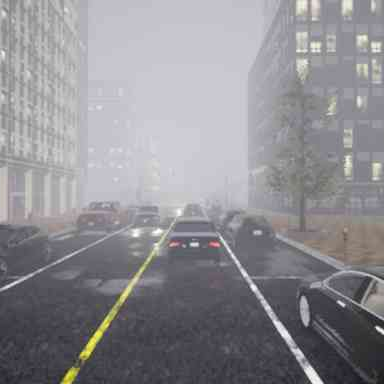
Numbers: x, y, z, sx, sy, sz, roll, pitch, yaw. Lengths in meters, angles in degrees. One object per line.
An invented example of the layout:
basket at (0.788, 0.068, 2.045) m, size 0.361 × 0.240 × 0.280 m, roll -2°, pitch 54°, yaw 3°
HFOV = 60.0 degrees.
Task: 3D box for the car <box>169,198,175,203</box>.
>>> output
car at (-5.701, 2.410, 94.130) m, size 1.752 × 1.417 × 4.829 m, roll 0°, pitch -1°, yaw 0°

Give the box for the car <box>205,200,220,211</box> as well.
car at (2.655, 1.920, 38.289) m, size 1.802 × 1.307 × 4.206 m, roll 0°, pitch -1°, yaw 0°

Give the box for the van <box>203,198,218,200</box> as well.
van at (2.655, 1.731, 43.980) m, size 1.690 × 1.788 × 3.998 m, roll 0°, pitch -1°, yaw 0°

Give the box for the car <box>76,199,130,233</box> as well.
car at (-5.689, 1.498, 21.250) m, size 2.192 × 1.841 × 5.009 m, roll 0°, pitch -1°, yaw 0°

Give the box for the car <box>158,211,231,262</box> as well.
car at (0.084, 1.655, 12.532) m, size 2.033 × 1.411 × 5.357 m, roll 0°, pitch 0°, yaw 0°

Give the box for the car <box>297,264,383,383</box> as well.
car at (2.661, 1.587, 4.156) m, size 2.008 × 1.369 × 4.403 m, roll 0°, pitch 0°, yaw 0°

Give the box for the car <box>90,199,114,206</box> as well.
car at (-17.475, 2.110, 64.786) m, size 4.206 × 1.307 × 1.802 m, roll 0°, pitch -1°, yaw 0°

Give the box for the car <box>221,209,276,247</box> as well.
car at (2.658, 1.699, 15.533) m, size 1.947 × 1.339 × 4.313 m, roll 0°, pitch -1°, yaw 0°

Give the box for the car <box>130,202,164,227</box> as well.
car at (-3.104, 1.717, 24.540) m, size 1.837 × 1.490 × 4.892 m, roll 0°, pitch -1°, yaw 0°

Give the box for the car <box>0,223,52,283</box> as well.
car at (-5.688, 1.650, 9.870) m, size 1.947 × 1.339 × 4.313 m, roll 0°, pitch 0°, yaw 0°

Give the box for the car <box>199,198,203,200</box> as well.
car at (2.681, 2.357, 88.933) m, size 1.752 × 1.417 × 4.829 m, roll 0°, pitch -1°, yaw 0°

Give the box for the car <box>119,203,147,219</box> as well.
car at (-5.692, 1.830, 32.626) m, size 1.887 × 1.381 × 4.507 m, roll 0°, pitch -1°, yaw 0°

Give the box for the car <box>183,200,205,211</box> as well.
car at (0.091, 1.820, 33.575) m, size 1.812 × 1.442 × 4.674 m, roll 0°, pitch -1°, yaw 0°

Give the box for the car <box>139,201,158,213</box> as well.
car at (-5.693, 1.956, 44.003) m, size 1.947 × 1.339 × 4.313 m, roll 0°, pitch -1°, yaw 0°

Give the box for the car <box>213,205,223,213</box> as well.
car at (2.657, 1.749, 21.223) m, size 1.947 × 1.339 × 4.313 m, roll 0°, pitch -1°, yaw 0°

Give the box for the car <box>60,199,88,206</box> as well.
car at (-22.967, 2.042, 64.773) m, size 4.829 × 1.417 × 1.752 m, roll 0°, pitch -1°, yaw 0°
